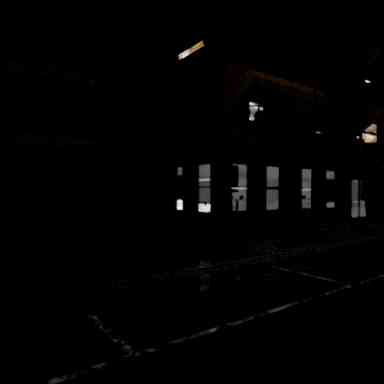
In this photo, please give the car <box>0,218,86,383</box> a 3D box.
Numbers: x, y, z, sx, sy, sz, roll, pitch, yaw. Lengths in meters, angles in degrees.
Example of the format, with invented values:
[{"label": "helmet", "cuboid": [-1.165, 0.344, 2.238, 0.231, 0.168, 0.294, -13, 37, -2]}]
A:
[{"label": "car", "cuboid": [-3.811, 1.323, 3.825, 5.009, 1.841, 2.192, -1, 1, -35]}]
